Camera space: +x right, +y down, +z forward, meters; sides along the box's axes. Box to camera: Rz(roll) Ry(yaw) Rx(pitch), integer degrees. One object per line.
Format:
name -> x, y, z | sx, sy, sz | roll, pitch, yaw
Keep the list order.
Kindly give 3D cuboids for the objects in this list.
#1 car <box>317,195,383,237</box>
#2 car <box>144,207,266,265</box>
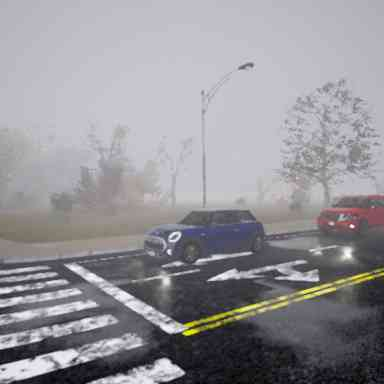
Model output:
car -> 9.212, 1.206, 18.184 | 5.566, 2.045, 2.150 | 0, 0, -35
car -> 0.539, 1.385, 12.038 | 4.553, 1.767, 2.097 | 0, 0, -35
